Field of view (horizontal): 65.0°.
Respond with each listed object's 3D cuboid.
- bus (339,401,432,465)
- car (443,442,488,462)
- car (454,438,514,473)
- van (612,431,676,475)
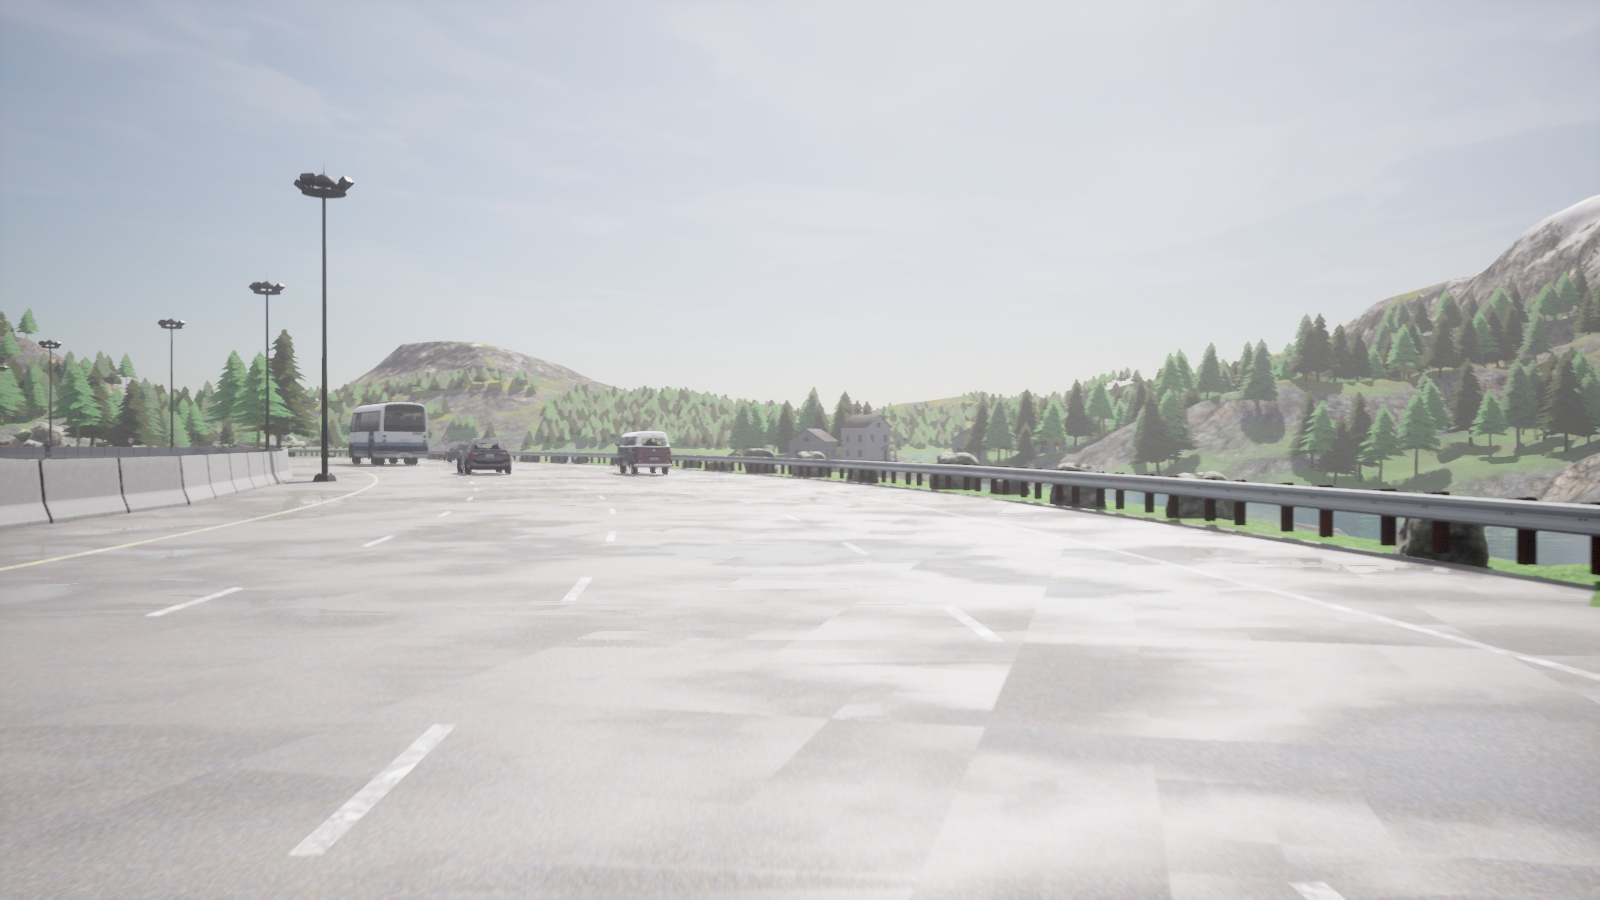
[{"bbox_3d":[-29.549,-1.146,89.230,3.944,4.253,10.273,0,0,-32],"label":"bus"},{"bbox_3d":[-25.586,0.141,95.940,2.007,1.525,4.514,0,0,-33],"label":"car"},{"bbox_3d":[-15.640,0.234,62.015,2.242,1.667,4.611,0,0,-22],"label":"car"},{"bbox_3d":[-7.584,0.125,60.554,2.069,2.038,4.480,0,0,-21],"label":"van"}]
